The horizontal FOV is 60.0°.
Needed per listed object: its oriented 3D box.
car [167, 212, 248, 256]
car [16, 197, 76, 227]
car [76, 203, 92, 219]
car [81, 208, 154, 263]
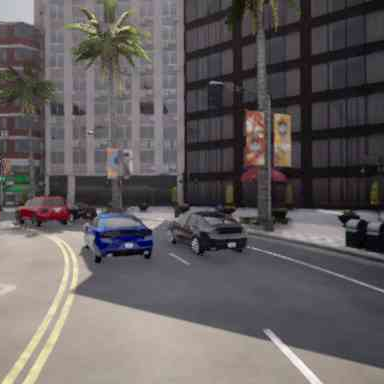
[{"bbox_3d":[0.430,1.567,13.613,1.837,1.490,4.892,0,0,-23],"label":"car"},{"bbox_3d":[-11.086,1.397,24.609,5.566,2.045,2.150,0,0,45],"label":"car"},{"bbox_3d":[-10.152,1.664,28.435,5.008,1.535,1.882,0,0,42],"label":"car"},{"bbox_3d":[-2.911,1.552,12.595,1.882,1.535,5.008,0,-1,-23],"label":"car"}]
